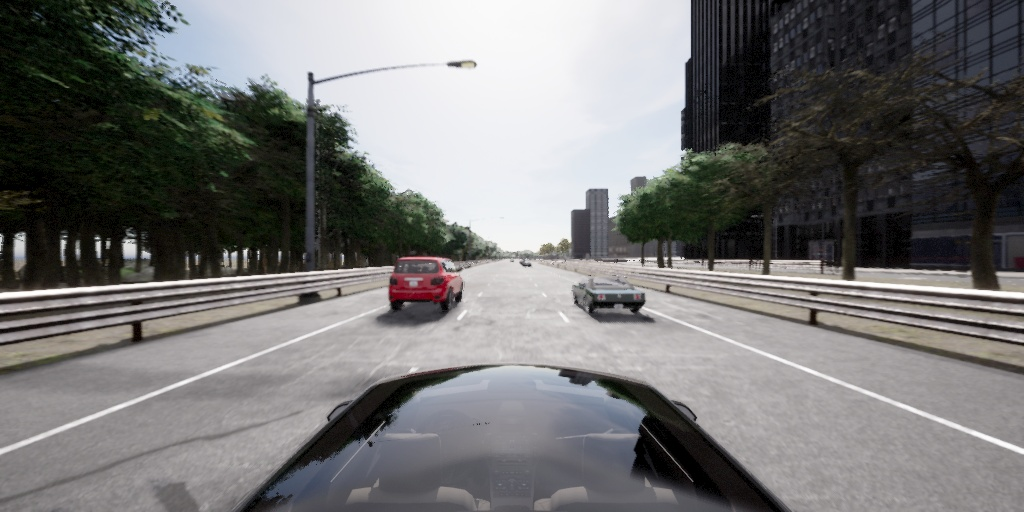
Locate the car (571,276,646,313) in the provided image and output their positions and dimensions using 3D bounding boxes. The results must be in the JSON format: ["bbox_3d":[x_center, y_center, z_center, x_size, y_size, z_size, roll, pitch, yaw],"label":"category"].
[{"bbox_3d":[3.604,1.433,14.325,1.895,1.301,4.718,0,0,0],"label":"car"}]

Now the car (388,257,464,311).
[{"bbox_3d":[-3.396,1.059,15.062,2.150,2.045,5.566,0,0,0],"label":"car"}]
